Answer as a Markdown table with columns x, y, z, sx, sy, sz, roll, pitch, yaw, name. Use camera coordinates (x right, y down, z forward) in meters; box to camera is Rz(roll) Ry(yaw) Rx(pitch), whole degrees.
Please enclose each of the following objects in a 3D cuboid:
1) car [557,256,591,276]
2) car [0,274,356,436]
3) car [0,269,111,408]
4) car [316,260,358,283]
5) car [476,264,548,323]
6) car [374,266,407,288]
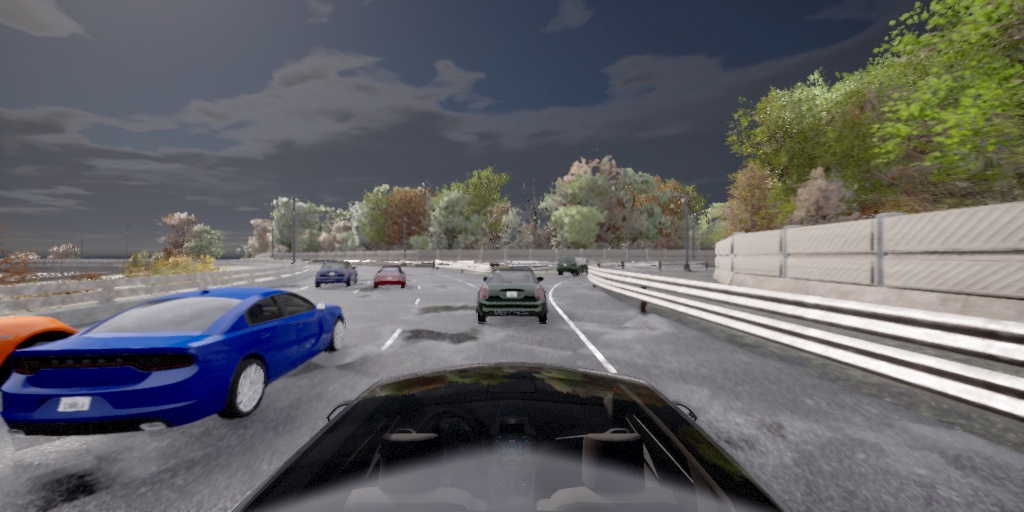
| x | y | z | sx | sy | sz | roll | pitch | yaw | name |
| --- | --- | --- | --- | --- | --- | --- | --- | --- | --- |
| 6.634 | 1.015 | 37.523 | 2.150 | 2.045 | 5.566 | 0 | 0 | 32 | car |
| -4.357 | 1.235 | 5.806 | 1.882 | 1.535 | 5.008 | 0 | 0 | -6 | car |
| -7.667 | 1.107 | 3.749 | 2.097 | 1.767 | 4.553 | 0 | 0 | -6 | car |
| -12.000 | 1.136 | 24.795 | 2.097 | 1.767 | 4.553 | 0 | 0 | -16 | car |
| 0.041 | 1.116 | 12.358 | 2.097 | 1.767 | 4.553 | 0 | 0 | 1 | car |
| -8.164 | 1.346 | 24.209 | 1.994 | 1.385 | 4.181 | 0 | 0 | -16 | car |
